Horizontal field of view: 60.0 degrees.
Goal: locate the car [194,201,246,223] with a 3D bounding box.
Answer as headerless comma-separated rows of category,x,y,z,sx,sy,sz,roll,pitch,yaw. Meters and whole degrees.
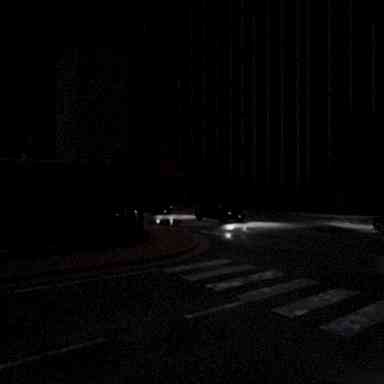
car,1.935,1.426,24.890,1.812,1.442,4.674,0,0,-36

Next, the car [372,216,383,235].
car,10.384,1.515,15.329,1.895,1.301,4.718,0,0,-1

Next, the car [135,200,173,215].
car,-3.802,1.501,32.919,1.895,1.301,4.718,0,0,-36

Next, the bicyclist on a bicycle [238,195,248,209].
bicyclist on a bicycle,6.075,1.167,39.706,1.656,1.620,0.582,-1,0,-36
